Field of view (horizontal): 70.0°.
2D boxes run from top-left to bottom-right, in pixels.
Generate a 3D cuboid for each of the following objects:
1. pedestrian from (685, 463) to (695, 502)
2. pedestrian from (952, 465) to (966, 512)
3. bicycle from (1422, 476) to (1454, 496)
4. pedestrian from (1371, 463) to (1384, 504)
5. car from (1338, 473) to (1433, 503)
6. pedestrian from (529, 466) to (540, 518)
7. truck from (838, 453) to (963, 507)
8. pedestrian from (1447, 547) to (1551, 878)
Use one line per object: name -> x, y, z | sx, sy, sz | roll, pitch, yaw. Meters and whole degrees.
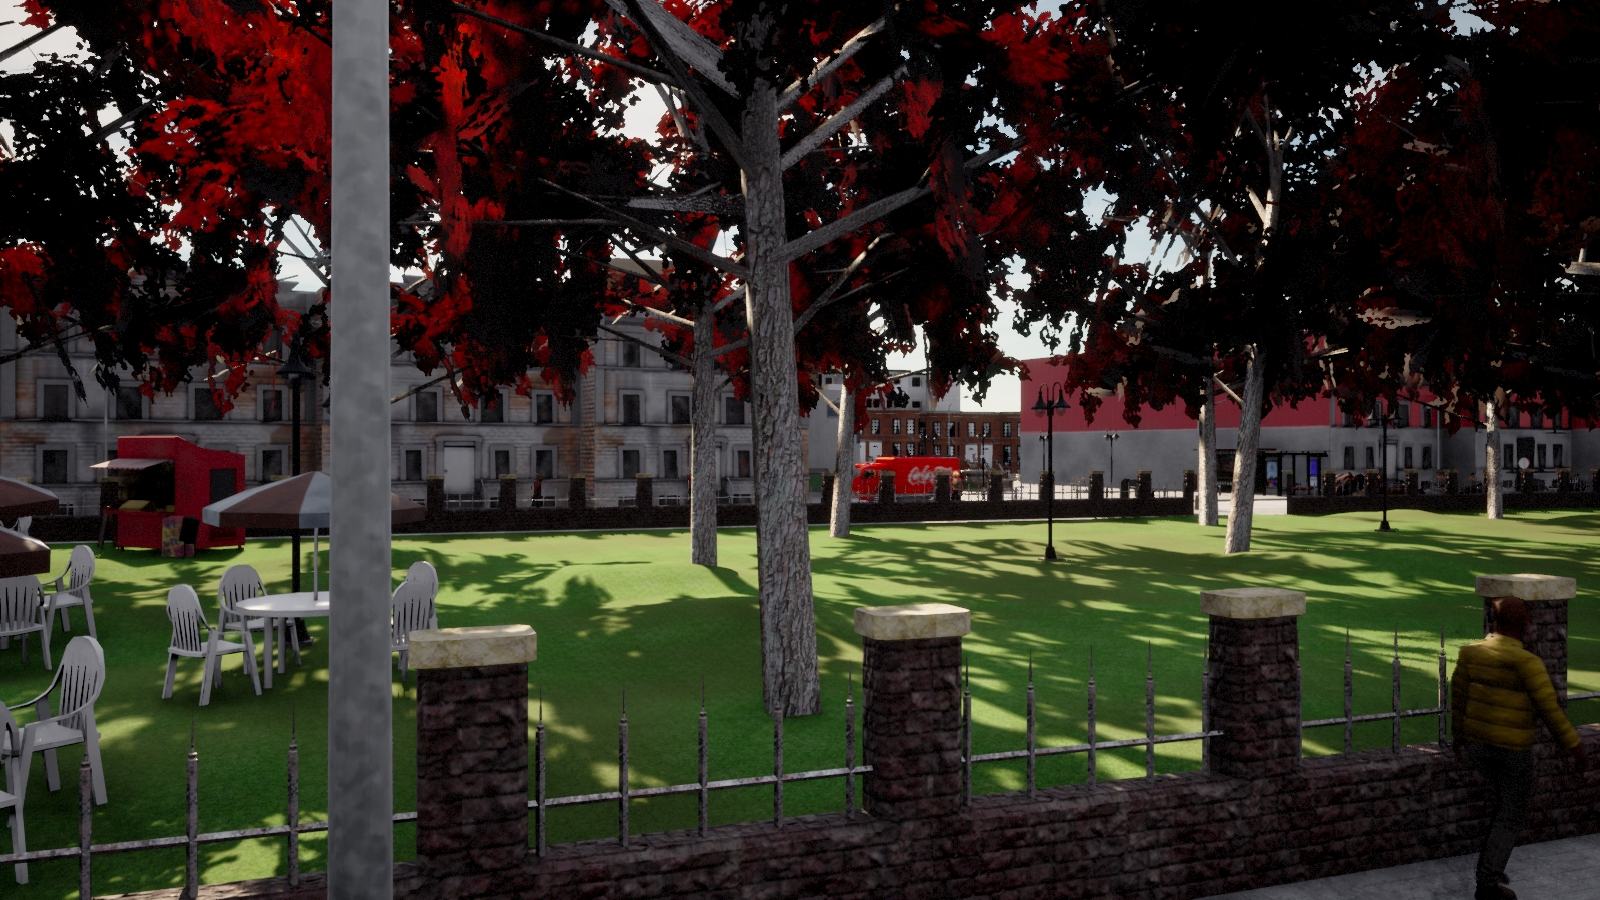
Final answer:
pedestrian -> -5.192, 1.530, 53.850 | 0.375, 1.860, 0.375 | 0, 0, -20
pedestrian -> 6.349, 1.532, 45.613 | 0.375, 1.860, 0.375 | 0, 0, -36
bicycle -> 36.446, 2.058, 65.293 | 1.487, 1.080, 0.859 | 0, 0, -20
pedestrian -> 26.450, 1.542, 52.290 | 0.375, 1.860, 0.375 | 0, 0, -20
car -> 30.106, 1.934, 58.742 | 4.181, 1.385, 1.994 | -1, 0, -20
pedestrian -> -9.568, 1.527, 41.221 | 0.375, 1.860, 0.375 | 0, 0, -16
truck -> 4.700, 1.357, 53.737 | 5.204, 2.467, 2.627 | 0, 0, -20
pedestrian -> 4.151, 1.527, 6.796 | 0.375, 1.860, 0.375 | 0, 0, -20
